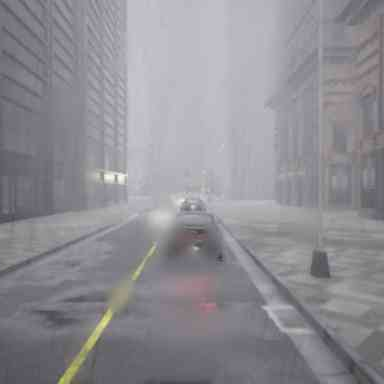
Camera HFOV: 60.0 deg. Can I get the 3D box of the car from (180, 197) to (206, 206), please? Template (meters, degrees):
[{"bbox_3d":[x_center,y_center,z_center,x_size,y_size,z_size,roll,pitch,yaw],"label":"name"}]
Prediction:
[{"bbox_3d":[0.093,1.233,28.096,2.097,1.767,4.553,0,0,0],"label":"car"}]

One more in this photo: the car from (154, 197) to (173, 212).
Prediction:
[{"bbox_3d":[-3.087,1.335,36.554,2.128,1.511,4.902,0,0,0],"label":"car"}]

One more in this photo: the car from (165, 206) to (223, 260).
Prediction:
[{"bbox_3d":[0.085,1.454,12.194,1.837,1.490,4.892,0,0,0],"label":"car"}]
